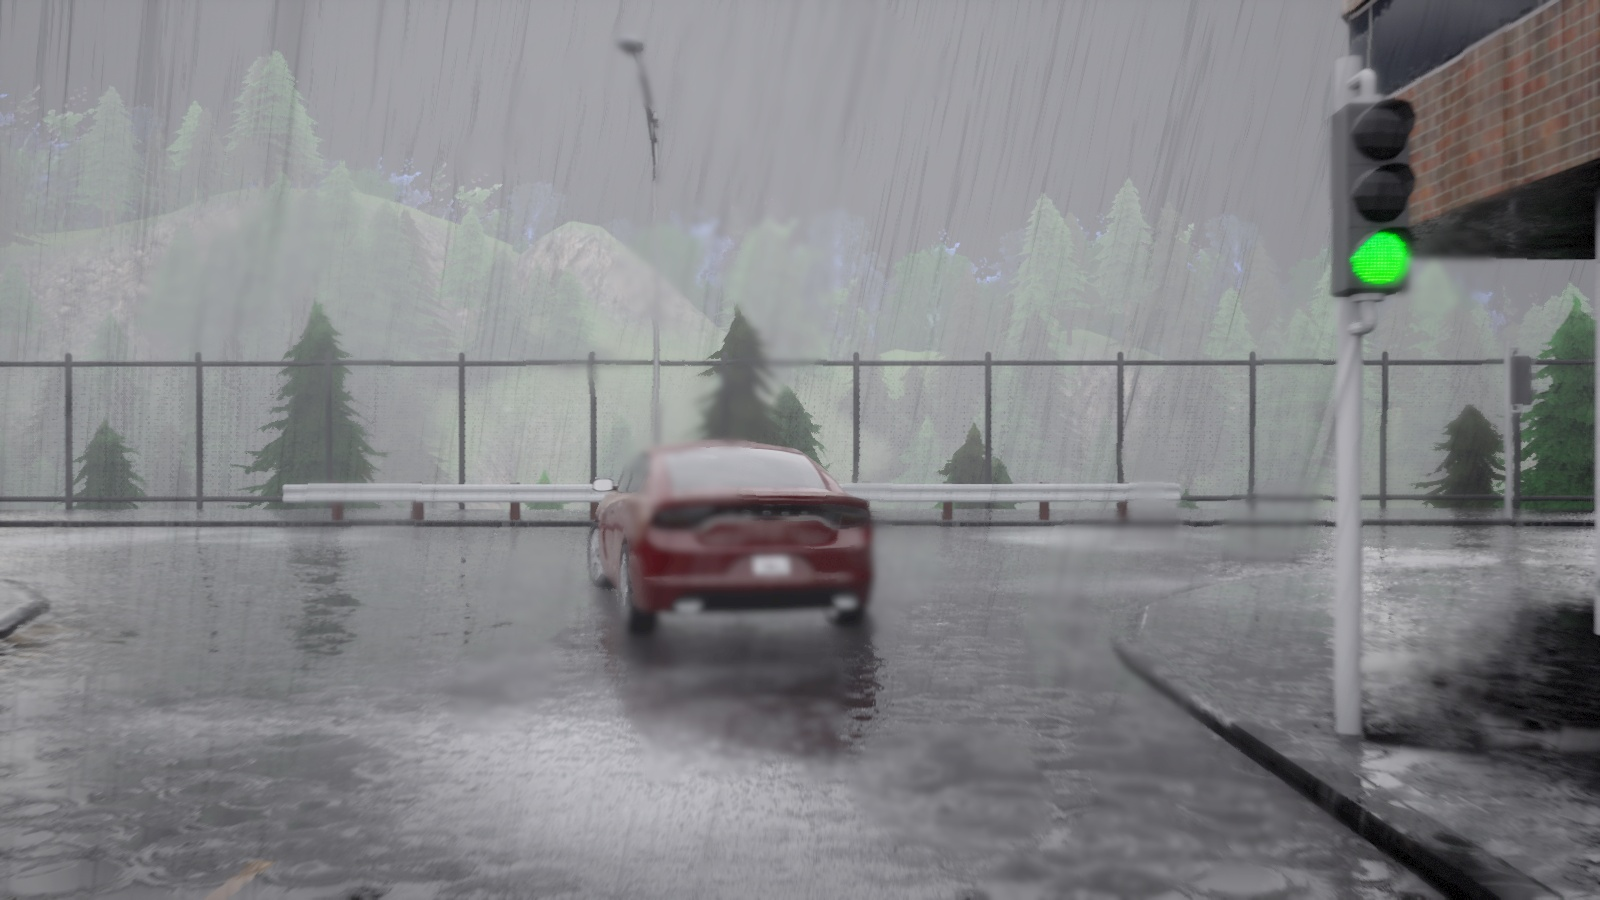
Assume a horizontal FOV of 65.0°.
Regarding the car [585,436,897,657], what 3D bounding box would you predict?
[{"bbox_3d":[-0.807,0.659,11.365,1.882,1.535,5.008,0,0,-14],"label":"car"}]
